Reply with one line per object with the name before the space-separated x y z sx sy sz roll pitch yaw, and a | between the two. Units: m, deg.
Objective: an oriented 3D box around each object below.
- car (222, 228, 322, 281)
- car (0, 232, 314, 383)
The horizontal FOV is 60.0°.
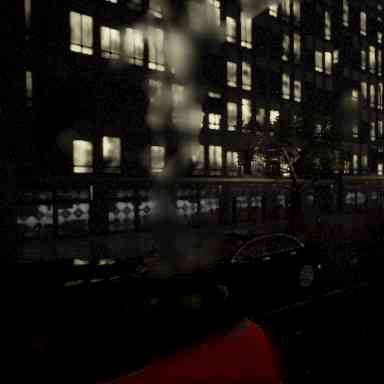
car | 1.071 1.524 7.334 4.403 1.369 2.008 0 0 -36
car | -1.512 1.353 2.178 4.553 1.767 2.097 0 0 -36
